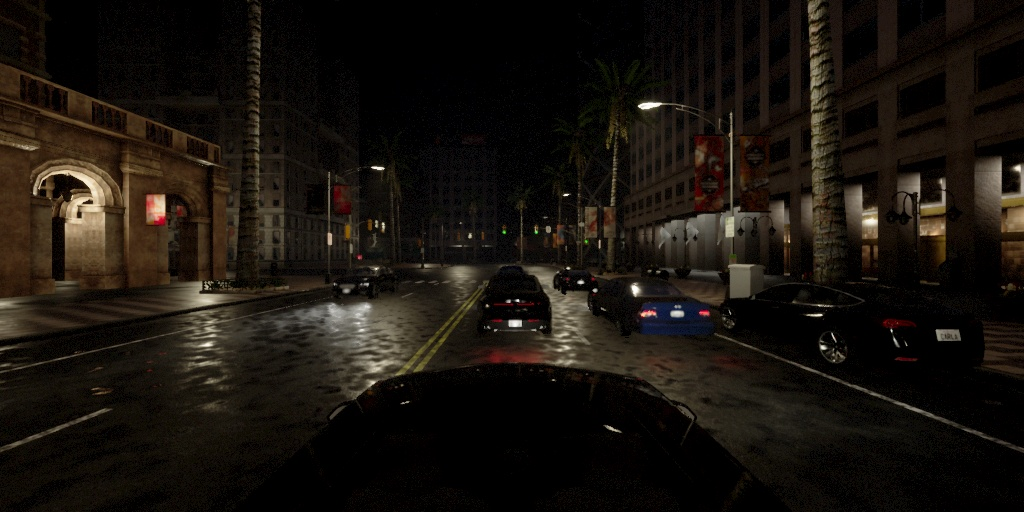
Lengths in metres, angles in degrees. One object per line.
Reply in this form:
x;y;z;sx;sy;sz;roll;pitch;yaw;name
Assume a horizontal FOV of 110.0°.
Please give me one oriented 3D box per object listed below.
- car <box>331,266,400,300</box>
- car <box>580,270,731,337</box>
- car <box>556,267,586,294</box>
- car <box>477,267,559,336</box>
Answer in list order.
-7.112;1.242;17.878;2.128;1.511;4.902;0;0;0;car
3.559;1.298;10.260;2.033;1.411;5.357;0;0;0;car
3.511;1.314;20.385;1.994;1.385;4.181;0;0;0;car
0.049;1.256;10.450;1.837;1.490;4.892;0;0;-1;car
